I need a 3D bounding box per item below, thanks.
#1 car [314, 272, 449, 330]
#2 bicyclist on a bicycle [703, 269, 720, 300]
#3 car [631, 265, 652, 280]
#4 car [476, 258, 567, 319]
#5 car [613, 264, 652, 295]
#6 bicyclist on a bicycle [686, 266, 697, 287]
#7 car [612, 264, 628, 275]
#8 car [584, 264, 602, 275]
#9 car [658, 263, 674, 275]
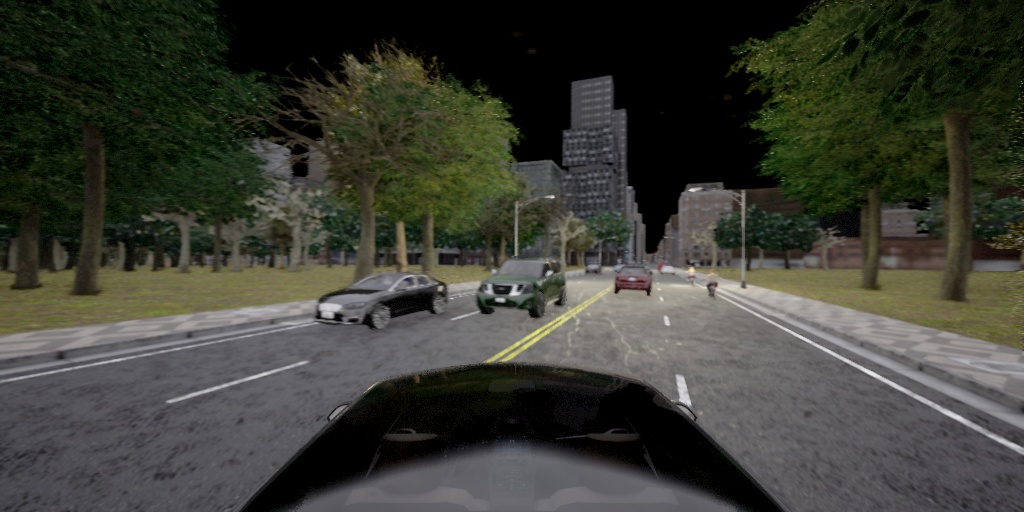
[{"bbox_3d":[-3.856,1.283,11.514,2.128,1.511,4.902,1,-1,21],"label":"car"},{"bbox_3d":[10.606,1.491,18.996,0.866,1.612,1.509,1,-1,21],"label":"bicyclist on a bicycle"},{"bbox_3d":[14.626,1.832,40.375,2.128,1.511,4.902,1,-1,21],"label":"car"},{"bbox_3d":[0.623,1.095,14.037,2.150,2.045,5.566,1,-1,21],"label":"car"},{"bbox_3d":[7.784,1.408,22.879,2.097,1.767,4.553,1,-1,21],"label":"car"},{"bbox_3d":[14.562,1.649,29.058,0.866,1.612,1.509,1,-1,21],"label":"bicyclist on a bicycle"},{"bbox_3d":[16.404,2.003,54.335,1.882,1.535,5.008,1,-1,22],"label":"car"},{"bbox_3d":[11.566,1.897,50.921,1.882,1.535,5.008,1,-1,21],"label":"car"},{"bbox_3d":[23.904,2.165,55.182,1.812,1.442,4.674,1,-1,21],"label":"car"}]
